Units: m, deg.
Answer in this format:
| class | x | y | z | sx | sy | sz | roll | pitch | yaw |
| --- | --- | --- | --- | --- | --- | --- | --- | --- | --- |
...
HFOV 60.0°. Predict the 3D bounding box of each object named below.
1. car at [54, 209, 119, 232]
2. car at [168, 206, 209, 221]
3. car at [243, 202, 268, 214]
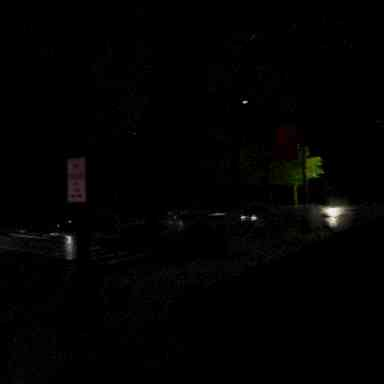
| class | x | y | z | sx | sy | sz | roll | pitch | yaw |
| --- | --- | --- | --- | --- | --- | --- | --- | --- | --- |
| car | -7.235 | 1.923 | 23.286 | 1.812 | 1.442 | 4.674 | -2 | -2 | 36 |
| car | -0.286 | 2.109 | 32.905 | 1.895 | 1.301 | 4.718 | -2 | -2 | 36 |
| car | 8.654 | 2.130 | 45.284 | 1.882 | 1.535 | 5.008 | -2 | -2 | 36 |
